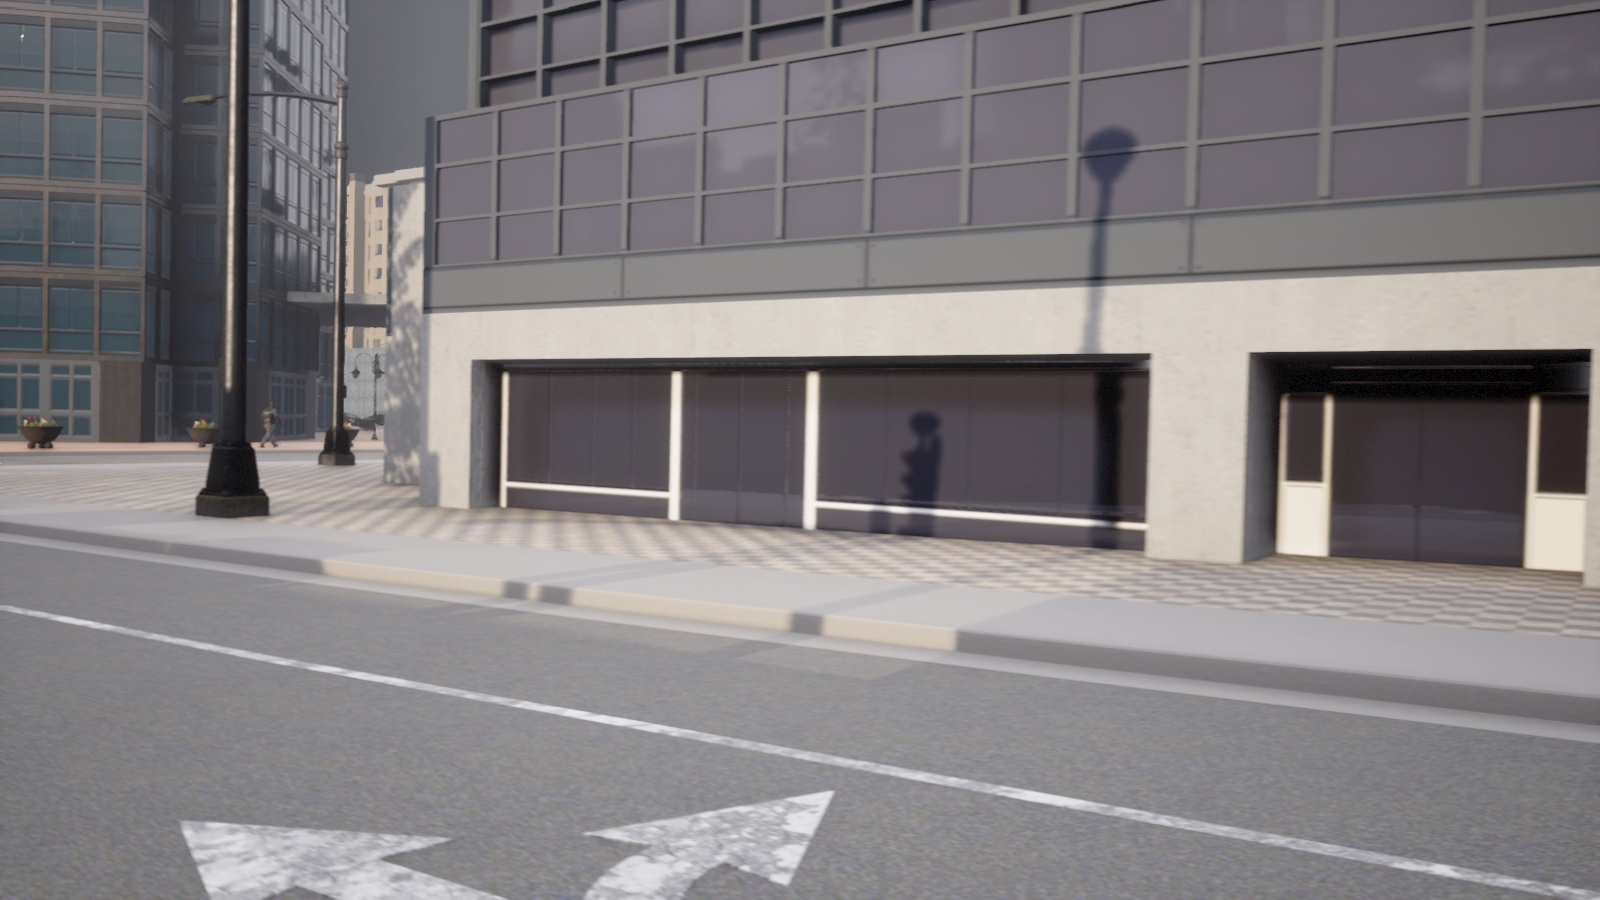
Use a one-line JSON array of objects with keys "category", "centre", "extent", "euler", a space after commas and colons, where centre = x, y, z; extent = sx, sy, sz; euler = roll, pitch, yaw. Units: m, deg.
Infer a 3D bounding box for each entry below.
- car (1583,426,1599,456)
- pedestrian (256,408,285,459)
[{"category": "car", "centre": [45.929, -0.482, 68.819], "extent": [4.856, 1.649, 2.033], "euler": [1, 2, 41]}, {"category": "pedestrian", "centre": [-19.835, -0.621, 47.022], "extent": [0.563, 1.883, 0.849], "euler": [1, 1, 23]}]
